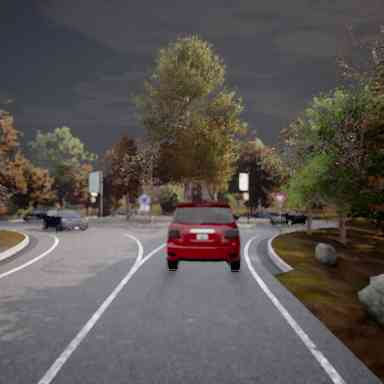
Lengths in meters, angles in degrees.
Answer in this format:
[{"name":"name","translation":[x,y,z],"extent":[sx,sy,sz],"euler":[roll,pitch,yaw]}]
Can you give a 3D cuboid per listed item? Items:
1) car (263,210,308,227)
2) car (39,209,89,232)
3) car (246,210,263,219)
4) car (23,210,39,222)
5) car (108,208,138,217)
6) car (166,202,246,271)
[{"name":"car","translation":[9.304,2.495,31.498],"extent":[4.902,1.511,2.128],"euler":[2,-3,-42]},{"name":"car","translation":[-9.710,2.079,25.483],"extent":[2.097,1.767,4.553],"euler":[2,-3,-42]},{"name":"car","translation":[10.523,3.486,51.740],"extent":[2.033,1.411,5.357],"euler":[2,-3,-36]},{"name":"car","translation":[-19.399,2.985,42.052],"extent":[2.128,1.511,4.902],"euler":[0,-3,3]},{"name":"car","translation":[-11.617,3.460,56.101],"extent":[4.902,1.511,2.128],"euler":[1,-3,-30]},{"name":"car","translation":[0.471,1.364,11.505],"extent":[2.150,2.045,5.566],"euler":[0,-2,4]}]
